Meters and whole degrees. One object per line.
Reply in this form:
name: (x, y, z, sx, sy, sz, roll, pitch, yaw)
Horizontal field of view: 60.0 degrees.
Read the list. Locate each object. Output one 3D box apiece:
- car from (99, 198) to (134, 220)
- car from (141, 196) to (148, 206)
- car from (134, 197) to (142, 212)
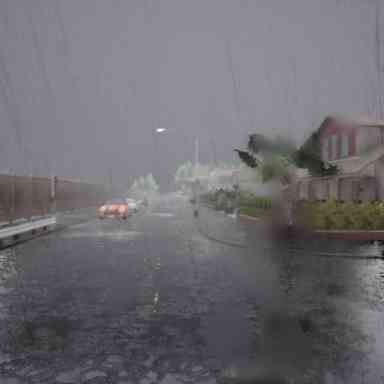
car: (-6.359, 1.322, 27.865, 2.097, 1.767, 4.553, 1, 0, -4)
car: (-8.333, 1.493, 54.733, 2.128, 1.511, 4.902, 1, 0, -4)
car: (-7.110, 1.506, 37.814, 1.812, 1.442, 4.674, 1, 0, -4)
